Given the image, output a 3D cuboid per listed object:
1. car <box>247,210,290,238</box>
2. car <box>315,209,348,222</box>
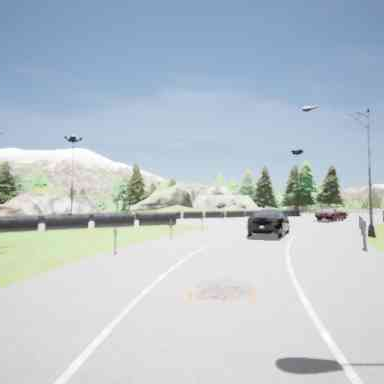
[{"bbox_3d":[4.658,1.798,19.900,1.882,1.535,5.008,-1,-2,23],"label":"car"},{"bbox_3d":[14.939,2.429,35.441,1.895,1.301,4.718,-3,-3,43],"label":"car"}]
